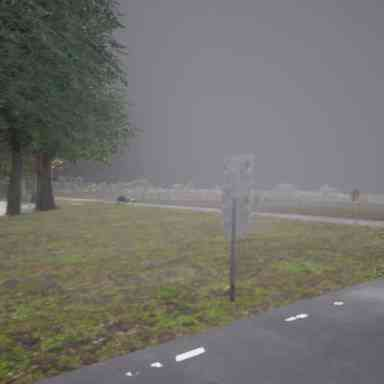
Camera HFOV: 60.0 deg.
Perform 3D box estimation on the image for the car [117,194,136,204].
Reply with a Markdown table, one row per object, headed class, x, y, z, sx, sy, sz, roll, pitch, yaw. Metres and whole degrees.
| class | x | y | z | sx | sy | sz | roll | pitch | yaw |
| --- | --- | --- | --- | --- | --- | --- | --- | --- | --- |
| car | -10.942 | 1.104 | 55.468 | 2.128 | 1.511 | 4.902 | 3 | -1 | -35 |
